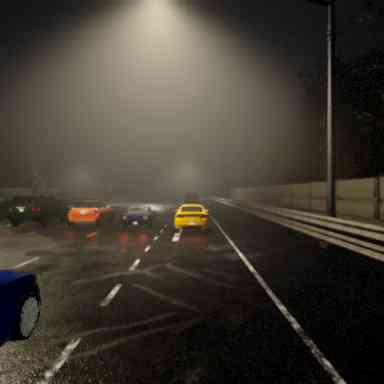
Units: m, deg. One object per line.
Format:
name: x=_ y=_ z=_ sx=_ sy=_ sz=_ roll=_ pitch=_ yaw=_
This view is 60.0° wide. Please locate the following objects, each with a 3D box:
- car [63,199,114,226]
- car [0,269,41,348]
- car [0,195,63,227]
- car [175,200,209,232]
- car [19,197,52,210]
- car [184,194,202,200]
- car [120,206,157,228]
car: x=-6.912 y=1.345 z=23.225 sx=2.097 sy=1.767 sz=4.553 roll=0 pitch=0 yaw=0
car: x=-3.401 y=1.475 z=3.465 sx=1.882 sy=1.535 sz=5.008 roll=0 pitch=0 yaw=0
car: x=-10.412 y=1.214 z=22.978 sx=2.150 sy=2.045 sz=5.566 roll=0 pitch=0 yaw=0
car: x=-0.009 y=1.474 z=20.077 sx=1.882 sy=1.535 sz=5.008 roll=0 pitch=0 yaw=0
car: x=-21.089 y=1.498 z=45.069 sx=2.128 sy=1.511 sz=4.902 roll=0 pitch=0 yaw=0
car: x=-0.022 y=1.242 z=48.773 sx=2.150 sy=2.045 sz=5.566 roll=0 pitch=0 yaw=0
car: x=-3.408 y=1.595 z=22.245 sx=1.895 sy=1.301 sz=4.718 roll=0 pitch=0 yaw=0
